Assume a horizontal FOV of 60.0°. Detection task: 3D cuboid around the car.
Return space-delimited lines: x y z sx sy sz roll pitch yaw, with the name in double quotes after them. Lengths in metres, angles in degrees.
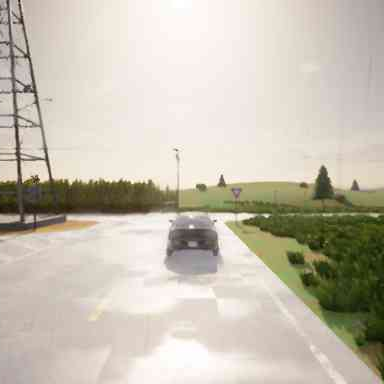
0.042 1.499 12.985 1.812 1.442 4.674 0 0 0 "car"
